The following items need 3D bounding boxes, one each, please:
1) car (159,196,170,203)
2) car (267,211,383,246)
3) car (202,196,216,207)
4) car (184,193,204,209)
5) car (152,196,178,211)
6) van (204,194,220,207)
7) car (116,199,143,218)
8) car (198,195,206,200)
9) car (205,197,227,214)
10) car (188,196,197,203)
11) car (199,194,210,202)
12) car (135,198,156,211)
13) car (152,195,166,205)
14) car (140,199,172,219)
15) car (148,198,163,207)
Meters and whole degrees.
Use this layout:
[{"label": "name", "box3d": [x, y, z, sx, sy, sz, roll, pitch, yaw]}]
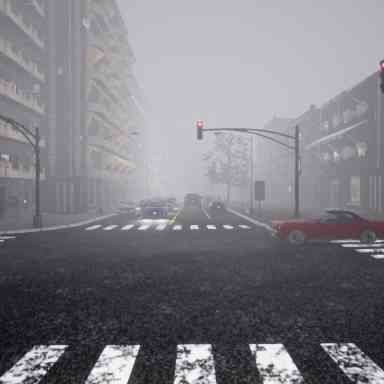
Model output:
[{"label": "car", "box3d": [-5.680, 1.552, 68.893, 1.802, 1.307, 4.206, 0, 0, 0]}, {"label": "car", "box3d": [5.658, 1.466, 14.101, 4.718, 1.301, 1.895, -1, 1, -1]}, {"label": "car", "box3d": [2.697, 1.420, 52.284, 1.967, 1.590, 4.097, 0, 0, 0]}, {"label": "car", "box3d": [0.109, 1.206, 44.492, 2.150, 2.045, 5.566, 0, 0, 0]}, {"label": "car", "box3d": [-3.092, 1.535, 38.666, 2.033, 1.411, 5.357, 0, 0, 0]}, {"label": "van", "box3d": [2.694, 1.327, 41.216, 1.690, 1.788, 3.998, 0, 0, 0]}, {"label": "car", "box3d": [-5.688, 1.543, 30.158, 2.008, 1.369, 4.403, 0, 0, 0]}, {"label": "car", "box3d": [2.705, 1.496, 91.018, 1.887, 1.381, 4.507, 0, 0, 0]}, {"label": "car", "box3d": [2.695, 1.555, 35.683, 1.947, 1.339, 4.313, 0, 0, 0]}, {"label": "car", "box3d": [0.113, 1.570, 69.771, 1.895, 1.301, 4.718, 0, 0, 0]}, {"label": "car", "box3d": [2.700, 1.280, 74.418, 2.192, 1.841, 5.009, 0, 0, 0]}, {"label": "car", "box3d": [-5.685, 1.531, 41.225, 1.887, 1.381, 4.507, 0, 0, 0]}, {"label": "car", "box3d": [-5.683, 1.417, 57.826, 1.967, 1.590, 4.097, 0, 0, 0]}, {"label": "car", "box3d": [-3.103, 1.556, 29.319, 1.994, 1.385, 4.181, 0, 0, -1]}, {"label": "car", "box3d": [-5.683, 1.562, 52.293, 1.802, 1.307, 4.206, 0, 0, 0]}]
